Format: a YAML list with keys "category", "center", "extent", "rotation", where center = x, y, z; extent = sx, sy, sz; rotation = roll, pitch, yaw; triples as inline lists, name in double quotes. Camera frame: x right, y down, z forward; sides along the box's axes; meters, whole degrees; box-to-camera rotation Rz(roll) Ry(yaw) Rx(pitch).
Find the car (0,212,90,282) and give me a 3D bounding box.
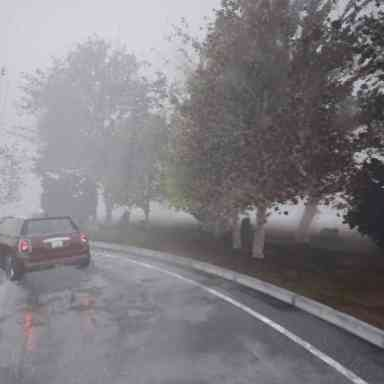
- category: "car"
  center: [-5.098, 1.456, 10.505]
  extent: [2.097, 1.767, 4.553]
  rotation: [-1, 0, -44]
